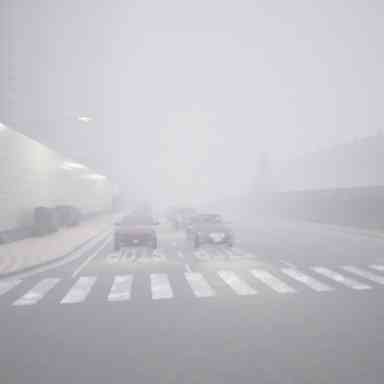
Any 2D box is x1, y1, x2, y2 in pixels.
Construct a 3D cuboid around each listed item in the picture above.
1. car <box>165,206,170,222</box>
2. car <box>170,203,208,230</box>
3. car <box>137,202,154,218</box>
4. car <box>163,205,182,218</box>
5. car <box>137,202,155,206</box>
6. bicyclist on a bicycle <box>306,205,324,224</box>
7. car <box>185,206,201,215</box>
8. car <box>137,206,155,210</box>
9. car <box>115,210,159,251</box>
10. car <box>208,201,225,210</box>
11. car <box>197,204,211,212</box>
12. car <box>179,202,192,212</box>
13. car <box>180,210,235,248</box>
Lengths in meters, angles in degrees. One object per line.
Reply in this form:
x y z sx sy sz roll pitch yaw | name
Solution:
-1.451 2.181 34.695 2.097 1.767 4.553 0 -1 -7 | car
-0.352 1.960 25.935 2.097 1.767 4.553 0 -1 -7 | car
-6.326 2.348 45.603 2.150 2.045 5.566 0 -1 -7 | car
-2.657 2.567 44.434 2.128 1.511 4.902 0 -1 -7 | car
-5.009 2.209 34.985 2.097 1.767 4.553 0 -1 -7 | car
10.430 1.901 28.229 1.656 1.620 0.582 0 -1 -7 | bicyclist on a bicycle
0.085 2.850 52.156 1.895 1.301 4.718 0 -1 -7 | car
-3.862 2.103 25.809 1.882 1.535 5.008 0 -1 -7 | car
-2.695 1.868 16.510 1.882 1.535 5.008 0 -1 -7 | car
3.565 2.440 51.721 2.150 2.045 5.566 0 -1 -7 | car
2.237 3.012 62.302 1.812 1.442 4.674 0 -1 -7 | car
-1.253 2.857 62.228 2.097 1.767 4.553 0 -1 -7 | car
0.796 1.868 16.797 2.128 1.511 4.902 0 -1 -7 | car
